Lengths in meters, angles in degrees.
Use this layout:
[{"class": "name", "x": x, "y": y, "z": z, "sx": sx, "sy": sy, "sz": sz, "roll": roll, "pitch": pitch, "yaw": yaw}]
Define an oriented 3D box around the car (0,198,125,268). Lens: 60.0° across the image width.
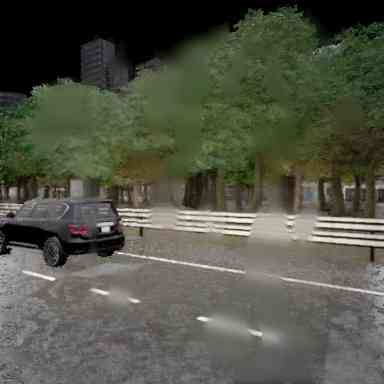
[{"class": "car", "x": -4.781, "y": 1.225, "z": 11.582, "sx": 5.566, "sy": 2.045, "sz": 2.150, "roll": 0, "pitch": 0, "yaw": 36}]
